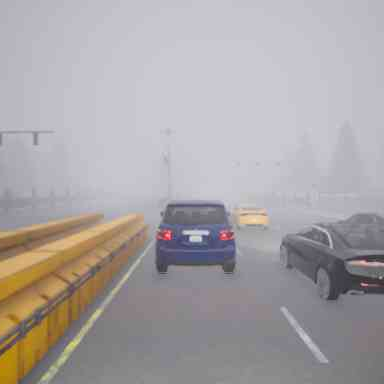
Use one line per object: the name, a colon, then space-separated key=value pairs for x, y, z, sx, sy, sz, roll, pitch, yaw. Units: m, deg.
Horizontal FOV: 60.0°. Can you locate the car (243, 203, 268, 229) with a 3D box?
car: x=3.606 y=1.480 z=21.605 sx=1.882 sy=1.535 sz=5.008 roll=0 pitch=0 yaw=0

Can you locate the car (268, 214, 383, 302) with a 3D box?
car: x=3.603 y=1.493 z=8.244 sx=2.128 sy=1.511 sz=4.902 roll=0 pitch=0 yaw=0

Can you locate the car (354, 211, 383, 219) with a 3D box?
car: x=7.103 y=1.504 z=12.879 sx=1.837 sy=1.490 sz=4.892 roll=0 pitch=-1 yaw=0

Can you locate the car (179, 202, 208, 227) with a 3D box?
car: x=0.107 y=1.508 z=23.906 sx=1.837 sy=1.490 sz=4.892 roll=0 pitch=0 yaw=0

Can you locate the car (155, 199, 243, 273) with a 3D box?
car: x=0.105 y=1.224 z=10.782 sx=2.150 sy=2.045 sz=5.566 roll=0 pitch=0 yaw=0
